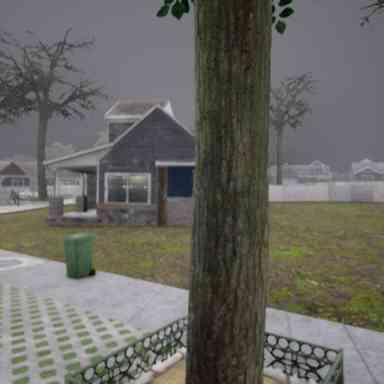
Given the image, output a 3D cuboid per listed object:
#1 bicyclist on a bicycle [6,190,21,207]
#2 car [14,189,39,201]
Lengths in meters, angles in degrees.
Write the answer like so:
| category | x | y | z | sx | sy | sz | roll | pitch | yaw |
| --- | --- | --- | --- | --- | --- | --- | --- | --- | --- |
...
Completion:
| category | x | y | z | sx | sy | sz | roll | pitch | yaw |
| --- | --- | --- | --- | --- | --- | --- | --- | --- | --- |
| bicyclist on a bicycle | -16.946 | 0.590 | 31.595 | 1.656 | 1.620 | 0.582 | 1 | 2 | 10 |
| car | -20.812 | 0.291 | 42.944 | 1.812 | 1.442 | 4.674 | 1 | 2 | 10 |
